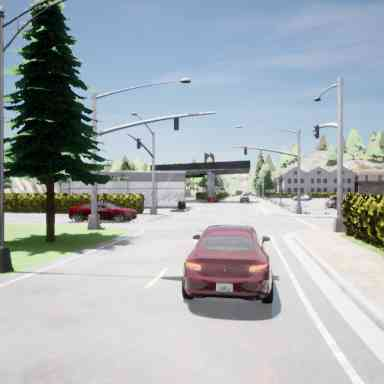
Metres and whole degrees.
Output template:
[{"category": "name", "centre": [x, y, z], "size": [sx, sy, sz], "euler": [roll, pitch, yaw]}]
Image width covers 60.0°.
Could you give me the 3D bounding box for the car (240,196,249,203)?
[{"category": "car", "centre": [10.767, 1.490, 67.828], "size": [2.128, 1.511, 4.902], "euler": [0, 0, 10]}]

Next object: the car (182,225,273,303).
[{"category": "car", "centre": [0.932, 1.526, 8.159], "size": [1.812, 1.442, 4.674], "euler": [0, 0, 9]}]

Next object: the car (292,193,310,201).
[{"category": "car", "centre": [24.846, 1.360, 75.796], "size": [3.806, 1.475, 1.970], "euler": [0, 0, 9]}]

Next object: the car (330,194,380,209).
[{"category": "car", "centre": [19.053, 1.339, 38.853], "size": [4.514, 1.523, 2.007], "euler": [0, 0, 9]}]

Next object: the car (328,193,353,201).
[{"category": "car", "centre": [33.225, 1.096, 74.496], "size": [4.605, 1.855, 1.932], "euler": [0, 0, 9]}]

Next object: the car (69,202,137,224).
[{"category": "car", "centre": [-6.591, 1.477, 24.730], "size": [5.008, 1.535, 1.882], "euler": [0, 0, 8]}]

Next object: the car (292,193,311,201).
[{"category": "car", "centre": [25.974, 1.076, 78.982], "size": [3.866, 1.878, 1.905], "euler": [0, 0, 9]}]

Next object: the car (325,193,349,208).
[{"category": "car", "centre": [19.495, 1.330, 41.959], "size": [5.027, 1.636, 2.152], "euler": [0, 0, 9]}]
